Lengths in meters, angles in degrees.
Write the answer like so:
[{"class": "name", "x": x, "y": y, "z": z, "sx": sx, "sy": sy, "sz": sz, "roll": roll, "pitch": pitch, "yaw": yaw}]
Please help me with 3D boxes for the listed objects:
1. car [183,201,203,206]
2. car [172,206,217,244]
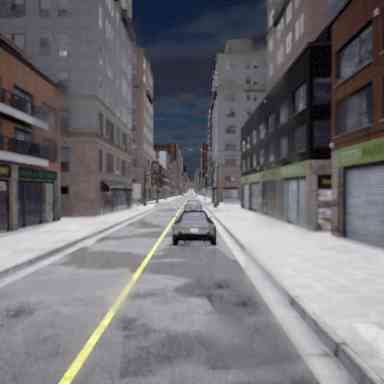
[{"class": "car", "x": 0.106, "y": 1.548, "z": 32.862, "sx": 2.033, "sy": 1.411, "sz": 5.357, "roll": 0, "pitch": 0, "yaw": 0}, {"class": "car", "x": 0.102, "y": 1.568, "z": 15.930, "sx": 1.994, "sy": 1.385, "sz": 4.181, "roll": 0, "pitch": 0, "yaw": 0}]
